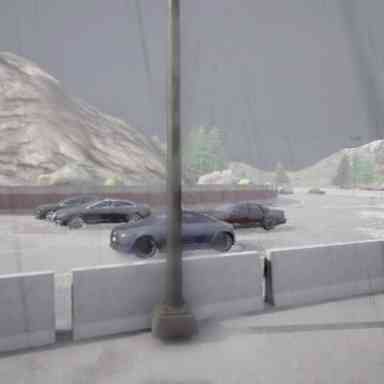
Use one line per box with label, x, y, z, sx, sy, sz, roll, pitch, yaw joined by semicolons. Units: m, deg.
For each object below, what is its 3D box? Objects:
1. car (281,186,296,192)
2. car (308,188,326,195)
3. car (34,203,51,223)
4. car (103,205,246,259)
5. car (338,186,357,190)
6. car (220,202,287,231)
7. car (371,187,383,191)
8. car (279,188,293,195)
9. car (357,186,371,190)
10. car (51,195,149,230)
car;25.693;-0.866;88.822;2.128;1.511;4.902;0;1;-6
car;27.379;-0.083;73.108;2.033;1.411;5.357;0;1;-6
car;-6.814;0.969;19.984;4.892;1.490;1.837;0;2;-21
car;-0.605;1.299;11.247;4.181;1.385;1.994;0;1;-24
car;37.113;-0.657;80.799;2.097;1.767;4.553;0;1;-6
car;2.248;1.200;16.477;5.357;1.411;2.033;0;1;-30
car;44.071;-0.518;81.578;1.812;1.442;4.674;0;1;-6
car;20.419;-0.070;72.363;1.812;1.442;4.674;0;1;-6
car;40.593;-0.672;81.172;2.097;1.767;4.553;0;1;-6
car;-4.484;1.049;17.154;4.902;1.511;2.128;0;1;-23
